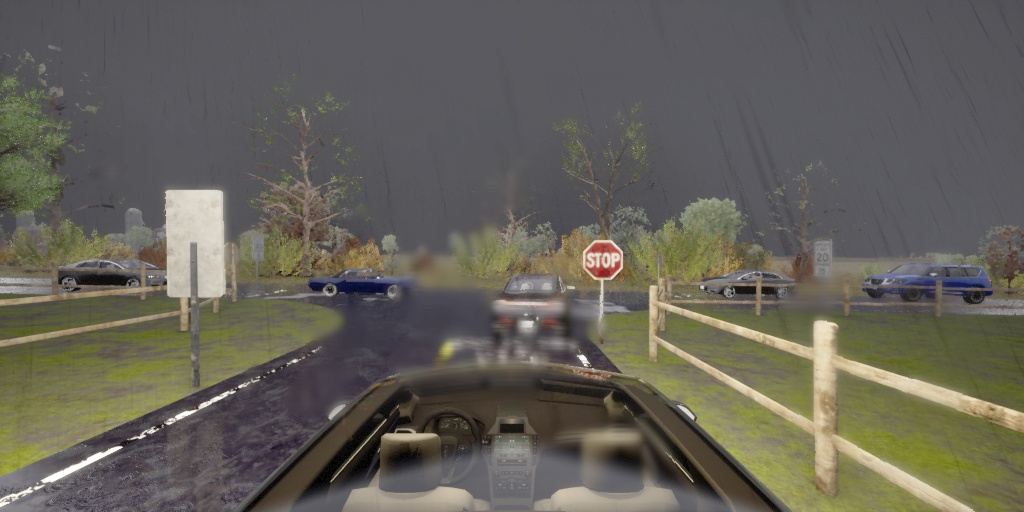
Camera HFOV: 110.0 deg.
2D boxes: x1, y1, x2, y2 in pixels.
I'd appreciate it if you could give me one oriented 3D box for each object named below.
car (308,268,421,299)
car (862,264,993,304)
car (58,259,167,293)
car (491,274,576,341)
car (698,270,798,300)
[{"bbox_3d":[-6.815,1.249,16.969,4.718,1.301,1.895,1,1,0],"label":"car"},{"bbox_3d":[22.907,1.467,19.873,5.566,2.045,2.150,1,1,0],"label":"car"},{"bbox_3d":[-18.483,0.886,16.990,4.902,1.511,2.128,1,1,0],"label":"car"},{"bbox_3d":[0.710,1.240,9.934,2.128,1.511,4.902,0,0,9],"label":"car"},{"bbox_3d":[13.012,1.526,19.888,4.902,1.511,2.128,1,1,0],"label":"car"}]
